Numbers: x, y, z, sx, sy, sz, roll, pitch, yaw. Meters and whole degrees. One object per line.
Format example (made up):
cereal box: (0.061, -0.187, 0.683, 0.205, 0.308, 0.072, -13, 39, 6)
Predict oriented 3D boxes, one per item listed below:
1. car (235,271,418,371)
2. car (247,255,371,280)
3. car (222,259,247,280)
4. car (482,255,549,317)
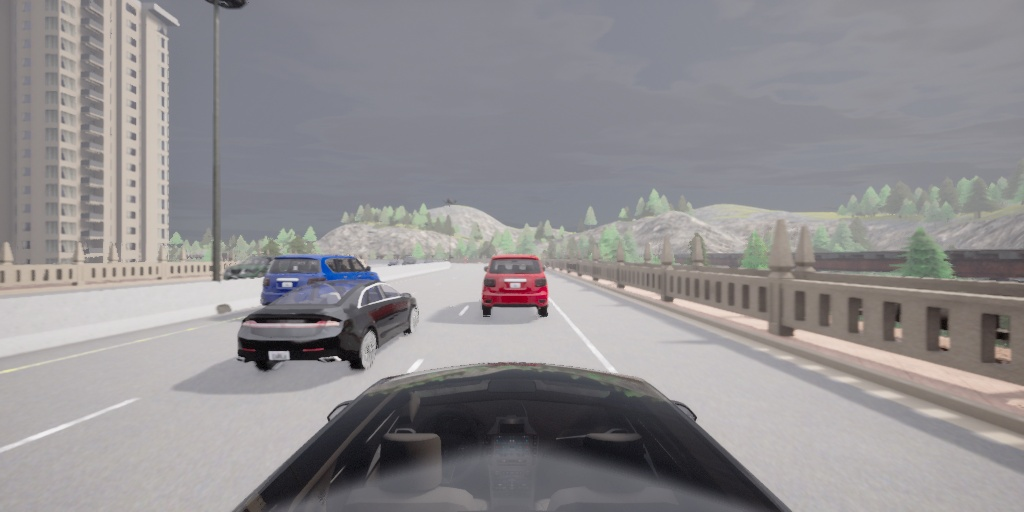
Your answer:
car: (-3.402, 1.242, 7.663, 2.128, 1.511, 4.902, 0, 0, 0)
car: (-6.903, 0.974, 13.694, 2.150, 2.045, 5.566, 0, 0, 0)
car: (-17.604, 0.987, 25.515, 2.150, 2.045, 5.566, 0, 0, 0)
car: (0.097, 0.974, 13.404, 2.150, 2.045, 5.566, 0, 0, 0)
